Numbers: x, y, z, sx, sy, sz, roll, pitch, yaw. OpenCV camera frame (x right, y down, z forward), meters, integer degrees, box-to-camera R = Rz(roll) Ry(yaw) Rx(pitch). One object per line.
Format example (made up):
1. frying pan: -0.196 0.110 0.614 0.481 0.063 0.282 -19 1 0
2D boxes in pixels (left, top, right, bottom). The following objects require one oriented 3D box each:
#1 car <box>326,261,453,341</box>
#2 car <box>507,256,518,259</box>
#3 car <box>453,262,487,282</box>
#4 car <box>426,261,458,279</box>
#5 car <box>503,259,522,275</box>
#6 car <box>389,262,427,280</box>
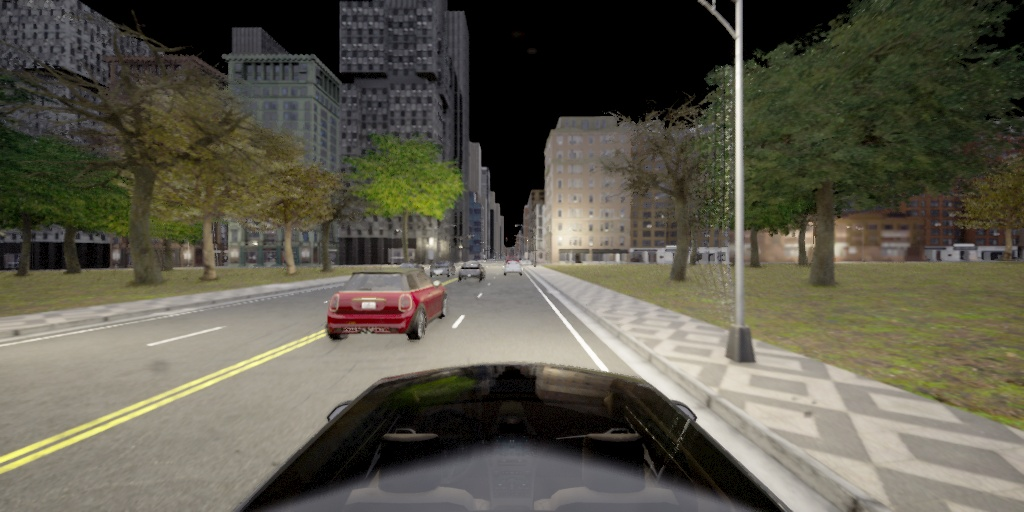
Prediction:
1. car: -3.151 1.103 10.014 2.097 1.767 4.553 0 0 0
2. car: 0.096 1.013 56.681 2.150 2.045 5.566 0 0 0
3. car: -3.151 1.248 28.758 2.128 1.511 4.902 0 0 0
4. car: -6.502 1.265 33.961 2.128 1.511 4.902 0 0 0
5. car: 0.097 1.290 38.587 1.812 1.442 4.674 0 0 0
6. car: -9.752 1.351 33.961 2.033 1.411 5.357 0 0 0
